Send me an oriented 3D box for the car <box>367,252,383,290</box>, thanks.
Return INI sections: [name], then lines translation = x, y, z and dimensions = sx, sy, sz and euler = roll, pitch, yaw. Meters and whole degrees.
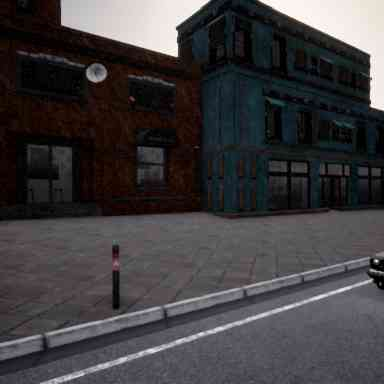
[car]
translation = 6.091, 1.571, 7.756
dimensions = 4.718, 1.301, 1.895
euler = 0, 0, -36
